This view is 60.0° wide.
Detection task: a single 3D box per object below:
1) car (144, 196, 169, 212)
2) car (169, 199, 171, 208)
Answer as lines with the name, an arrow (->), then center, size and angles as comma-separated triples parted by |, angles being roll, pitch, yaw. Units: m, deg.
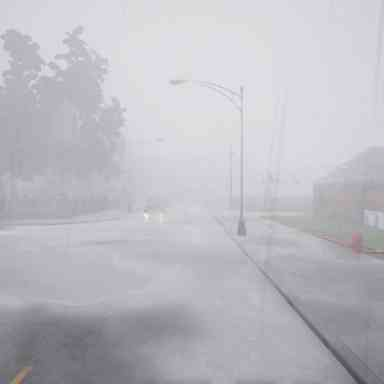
car -> -4.183, 1.352, 37.909 | 2.097, 1.767, 4.553 | 0, 0, 0
car -> -4.185, 1.352, 48.161 | 2.097, 1.767, 4.553 | 0, 0, 0
